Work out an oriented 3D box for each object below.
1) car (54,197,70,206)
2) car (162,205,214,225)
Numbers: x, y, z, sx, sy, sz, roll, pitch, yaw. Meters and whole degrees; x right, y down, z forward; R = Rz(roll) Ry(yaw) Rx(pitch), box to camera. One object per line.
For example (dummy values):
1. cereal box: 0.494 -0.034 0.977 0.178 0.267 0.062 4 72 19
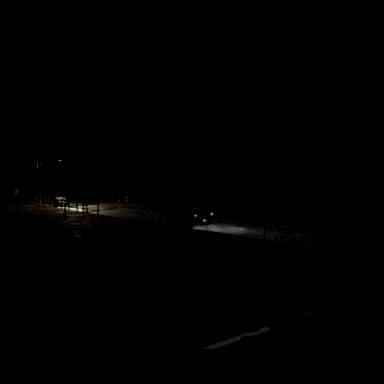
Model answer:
1. car: -22.102 1.590 56.434 2.128 1.511 4.902 -2 1 -35
2. car: -0.381 1.691 25.223 1.895 1.301 4.718 -2 1 -35
